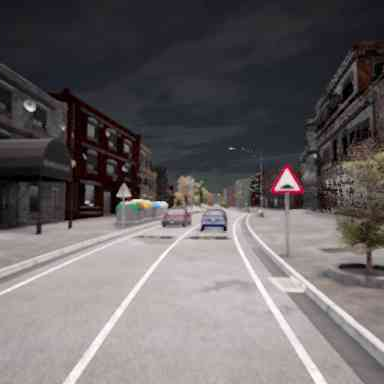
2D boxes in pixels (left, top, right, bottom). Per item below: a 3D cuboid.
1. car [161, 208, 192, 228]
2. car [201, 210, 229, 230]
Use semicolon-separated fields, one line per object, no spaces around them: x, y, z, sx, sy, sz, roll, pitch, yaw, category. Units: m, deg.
-1.159;2.035;26.776;1.812;1.442;4.674;0;-1;8;car
1.713;1.990;24.427;2.033;1.411;5.357;0;-1;7;car
